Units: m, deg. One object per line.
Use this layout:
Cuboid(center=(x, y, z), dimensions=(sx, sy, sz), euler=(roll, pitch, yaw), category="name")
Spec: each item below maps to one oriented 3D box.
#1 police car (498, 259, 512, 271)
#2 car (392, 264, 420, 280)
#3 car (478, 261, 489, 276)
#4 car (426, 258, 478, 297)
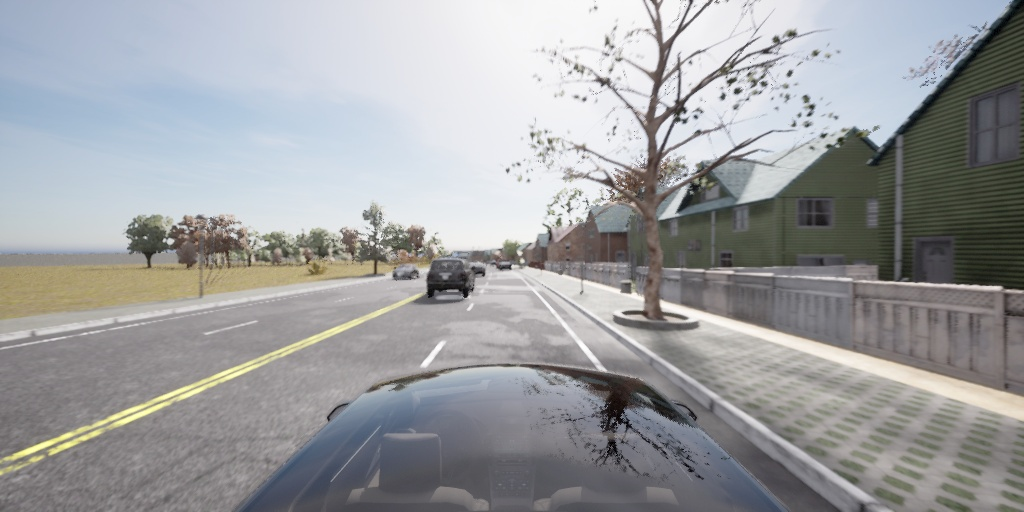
Cuboid(center=(-1.052, 1.725, 63.196), dimensions=(1.930, 1.638, 5.238), euler=(0, -1, -4), category="police car")
Cuboid(center=(-10.472, 1.555, 35.670), dimensions=(2.128, 1.511, 4.902), euler=(0, -1, -2), category="car")
Cuboid(center=(-4.097, 1.627, 43.407), dimensions=(1.837, 1.490, 4.892), euler=(0, 0, -3), category="car")
Cuboid(center=(-3.334, 1.136, 20.281), dimensions=(2.150, 2.045, 5.566), euler=(0, 0, -1), category="car")
